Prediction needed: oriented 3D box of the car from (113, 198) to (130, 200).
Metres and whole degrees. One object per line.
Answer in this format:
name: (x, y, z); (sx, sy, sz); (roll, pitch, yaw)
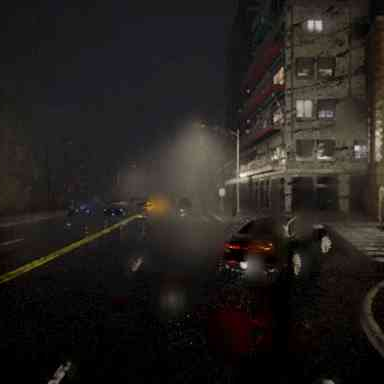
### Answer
car: (-10.918, 1.687, 48.858); (2.033, 1.411, 5.357); (0, 0, -1)

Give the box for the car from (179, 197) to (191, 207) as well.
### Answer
car: (-1.124, 1.629, 54.093); (1.882, 1.535, 5.008); (0, 0, -1)

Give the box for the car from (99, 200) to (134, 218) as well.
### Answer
car: (-7.131, 1.690, 31.923); (1.895, 1.301, 4.718); (0, 0, -2)

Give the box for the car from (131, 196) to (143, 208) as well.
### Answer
car: (-7.722, 1.624, 51.711); (1.882, 1.535, 5.008); (0, 0, -1)

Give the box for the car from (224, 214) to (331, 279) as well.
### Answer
car: (2.757, 1.446, 10.232); (1.837, 1.490, 4.892); (-4, 1, 36)

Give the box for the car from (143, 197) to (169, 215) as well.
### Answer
car: (-3.801, 1.577, 35.632); (1.882, 1.535, 5.008); (0, 0, -2)

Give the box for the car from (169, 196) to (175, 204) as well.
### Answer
car: (-4.641, 1.672, 70.154); (1.882, 1.535, 5.008); (0, 0, 0)

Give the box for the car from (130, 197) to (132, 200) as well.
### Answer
car: (-11.181, 1.603, 65.724); (1.837, 1.490, 4.892); (0, 0, -1)

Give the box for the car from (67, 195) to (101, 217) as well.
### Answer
car: (-10.404, 1.313, 32.603); (2.150, 2.045, 5.566); (0, 0, -2)
